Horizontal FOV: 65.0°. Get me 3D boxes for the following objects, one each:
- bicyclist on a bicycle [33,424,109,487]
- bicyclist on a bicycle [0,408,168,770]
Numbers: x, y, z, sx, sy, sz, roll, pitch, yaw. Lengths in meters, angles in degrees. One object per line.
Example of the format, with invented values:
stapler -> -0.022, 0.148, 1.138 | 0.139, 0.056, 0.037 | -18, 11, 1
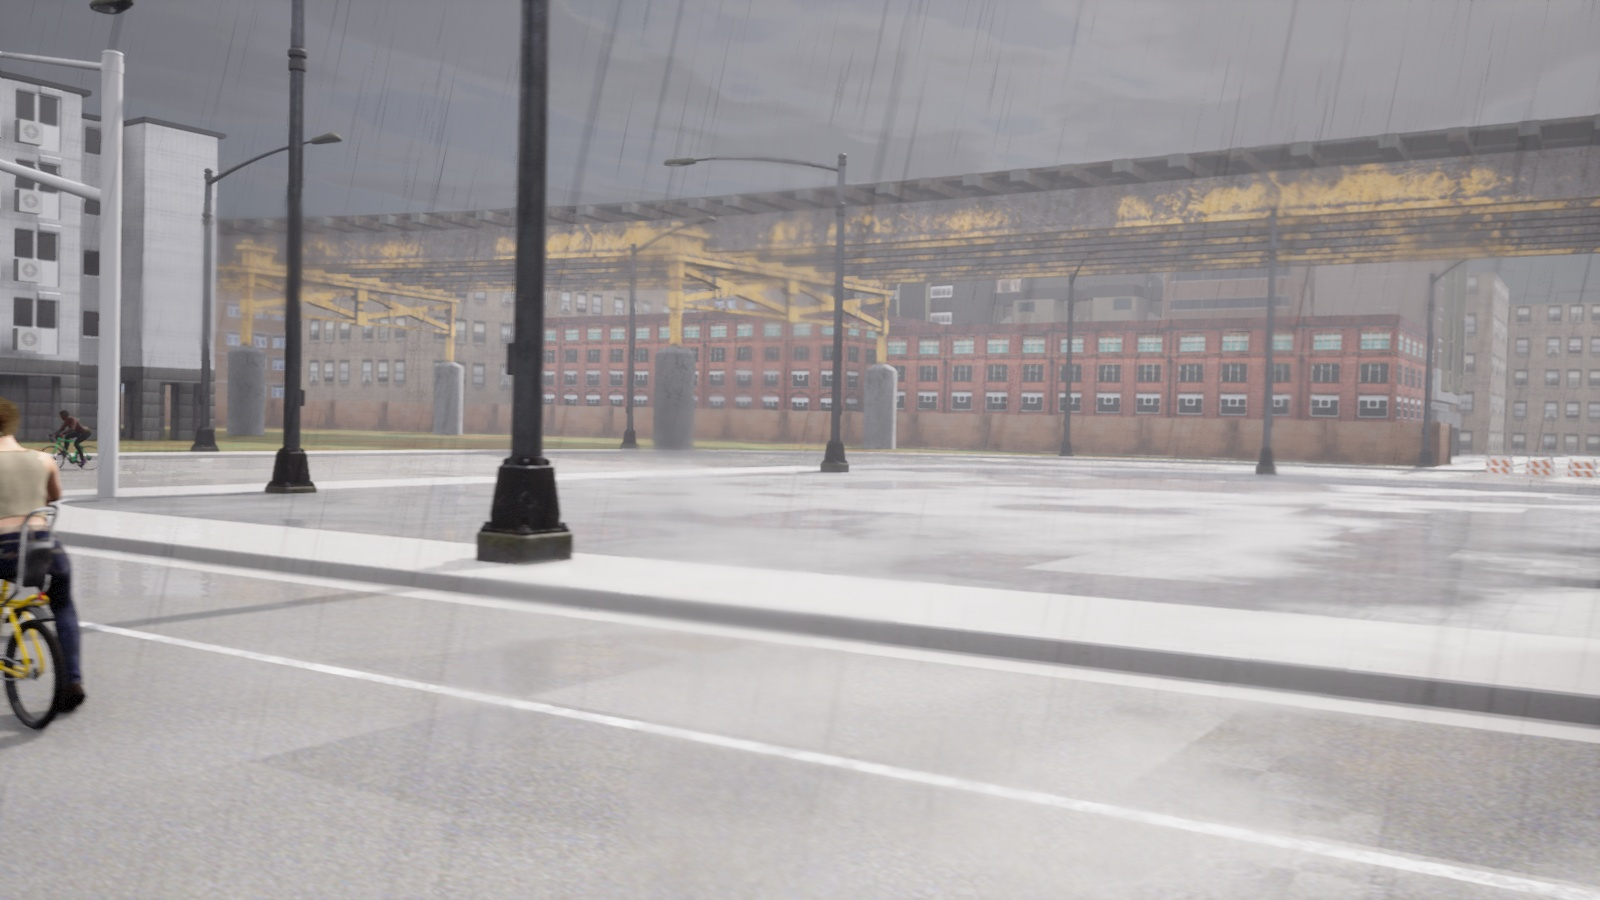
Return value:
bicyclist on a bicycle -> -19.350, 0.116, 33.357 | 0.582, 1.620, 1.656 | 1, 2, 32
bicyclist on a bicycle -> -4.006, 0.610, 6.279 | 1.509, 1.612, 0.866 | 0, 1, 34
